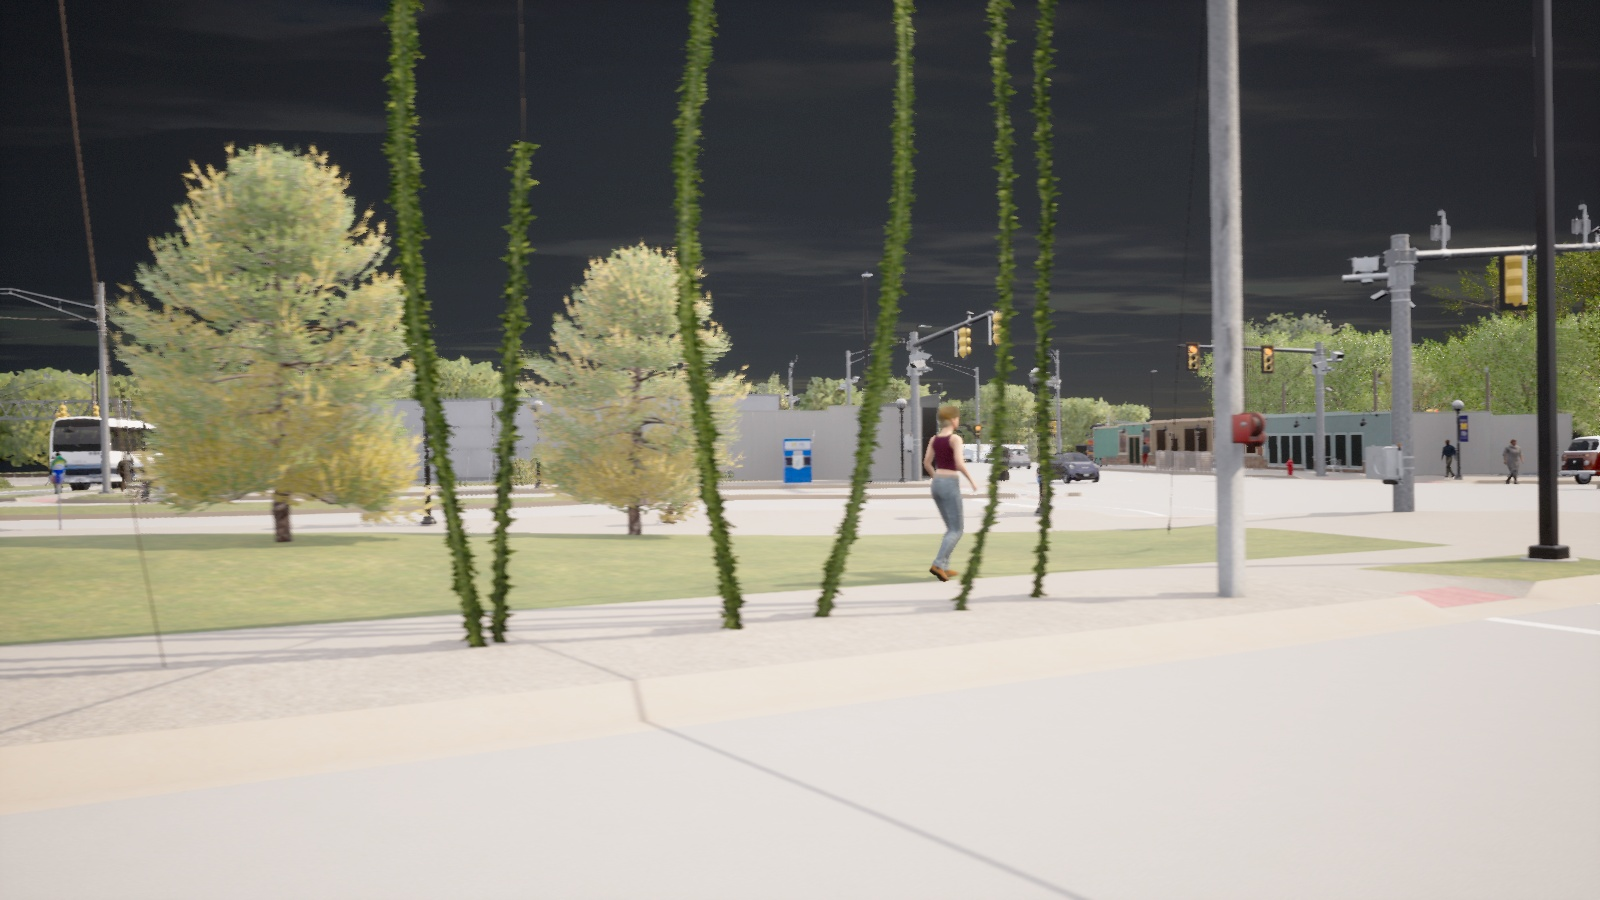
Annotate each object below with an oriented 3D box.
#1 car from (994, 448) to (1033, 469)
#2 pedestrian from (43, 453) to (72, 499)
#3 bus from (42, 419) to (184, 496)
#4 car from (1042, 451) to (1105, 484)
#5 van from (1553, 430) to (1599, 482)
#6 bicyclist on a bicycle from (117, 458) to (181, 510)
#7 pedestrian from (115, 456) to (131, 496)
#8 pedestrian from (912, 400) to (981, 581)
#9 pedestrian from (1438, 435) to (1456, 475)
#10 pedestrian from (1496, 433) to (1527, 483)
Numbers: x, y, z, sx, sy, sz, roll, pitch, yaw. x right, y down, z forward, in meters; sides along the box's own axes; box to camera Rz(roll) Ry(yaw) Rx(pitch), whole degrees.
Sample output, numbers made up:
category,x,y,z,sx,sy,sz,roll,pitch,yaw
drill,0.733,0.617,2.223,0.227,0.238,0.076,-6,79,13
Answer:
category,x,y,z,sx,sy,sz,roll,pitch,yaw
car,15.977,0.648,94.053,1.845,1.501,3.633,-1,0,-8
pedestrian,-31.765,1.121,53.715,0.873,1.952,0.659,-1,1,28
bus,-41.121,0.448,75.714,3.944,4.253,10.273,-1,0,-7
car,13.402,0.839,61.735,1.845,1.501,3.633,-1,0,-7
van,33.342,0.267,50.959,4.480,2.038,2.069,0,-1,-9
bicyclist on a bicycle,-22.662,1.174,43.752,1.843,1.776,0.659,-1,-1,-7
pedestrian,-33.098,1.254,61.388,0.395,1.930,0.692,-1,1,-8
pedestrian,1.527,0.410,13.078,0.594,1.836,0.345,-2,1,-33
pedestrian,29.763,0.230,57.735,0.726,1.835,0.370,-2,1,-31
pedestrian,27.945,0.302,49.300,0.659,1.952,0.873,-1,1,-4
